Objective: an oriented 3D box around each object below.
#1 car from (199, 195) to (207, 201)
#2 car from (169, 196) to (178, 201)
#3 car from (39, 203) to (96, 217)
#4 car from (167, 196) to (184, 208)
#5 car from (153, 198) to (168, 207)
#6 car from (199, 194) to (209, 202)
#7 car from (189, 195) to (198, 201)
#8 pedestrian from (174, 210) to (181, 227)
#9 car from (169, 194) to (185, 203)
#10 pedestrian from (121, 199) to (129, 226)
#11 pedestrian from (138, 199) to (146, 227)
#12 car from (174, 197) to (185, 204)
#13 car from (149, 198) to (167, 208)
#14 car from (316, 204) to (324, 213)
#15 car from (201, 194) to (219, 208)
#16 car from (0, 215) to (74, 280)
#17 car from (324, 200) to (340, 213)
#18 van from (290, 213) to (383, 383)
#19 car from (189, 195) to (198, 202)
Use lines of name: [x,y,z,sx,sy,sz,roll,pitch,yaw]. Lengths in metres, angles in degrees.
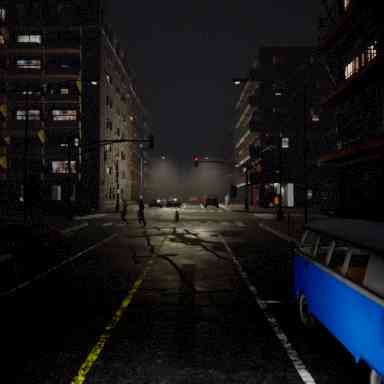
car: [2.973,1.605,86.980,1.967,1.590,4.097,1,0,0]
car: [-4.908,1.715,86.980,2.008,1.369,4.403,1,0,0]
car: [-11.285,1.628,30.367,4.718,1.301,1.895,0,-1,0]
car: [-2.623,1.604,48.305,1.994,1.385,4.181,0,0,1]
car: [-5.058,1.612,53.609,1.947,1.339,4.313,1,0,0]
car: [2.950,1.448,81.416,2.192,1.841,5.009,1,0,0]
car: [0.400,1.527,88.078,2.128,1.511,4.902,0,0,0]
pedestrian: [-0.938,1.691,21.689,0.500,1.100,0.500,1,-1,0]
car: [-2.570,1.558,57.696,1.837,1.490,4.892,0,0,0]
pedestrian: [-4.469,1.308,22.316,0.375,1.860,0.375,1,-1,0]
pedestrian: [-3.184,1.310,21.109,0.375,1.860,0.375,1,-1,0]
car: [-2.456,1.642,68.133,1.994,1.385,4.181,0,0,1]
car: [-5.083,1.606,48.048,1.947,1.339,4.313,1,0,0]
car: [14.999,1.494,33.135,5.008,1.535,1.882,0,-1,1]
car: [2.802,1.355,48.058,2.192,1.841,5.009,1,0,0]
car: [-5.257,1.588,9.968,1.802,1.307,4.206,1,0,0]
car: [13.868,1.454,27.726,4.403,1.369,2.008,0,-1,0]
van: [2.569,1.343,4.346,1.690,1.788,3.998,1,0,0]
car: [0.353,1.583,77.653,1.882,1.535,5.008,0,0,0]
